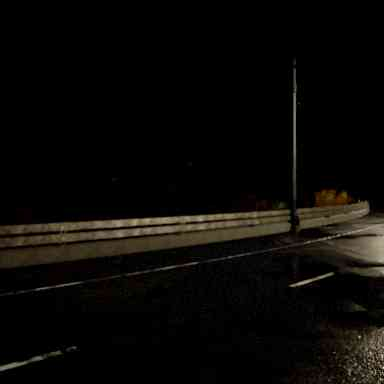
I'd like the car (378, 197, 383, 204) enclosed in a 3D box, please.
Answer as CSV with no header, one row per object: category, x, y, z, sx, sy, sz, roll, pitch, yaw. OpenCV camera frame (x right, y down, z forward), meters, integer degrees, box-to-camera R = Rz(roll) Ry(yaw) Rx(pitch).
car,41.895,1.760,72.363,2.033,1.411,5.357,0,0,8

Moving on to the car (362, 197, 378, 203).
car,38.447,1.771,72.970,1.994,1.385,4.181,0,0,8
